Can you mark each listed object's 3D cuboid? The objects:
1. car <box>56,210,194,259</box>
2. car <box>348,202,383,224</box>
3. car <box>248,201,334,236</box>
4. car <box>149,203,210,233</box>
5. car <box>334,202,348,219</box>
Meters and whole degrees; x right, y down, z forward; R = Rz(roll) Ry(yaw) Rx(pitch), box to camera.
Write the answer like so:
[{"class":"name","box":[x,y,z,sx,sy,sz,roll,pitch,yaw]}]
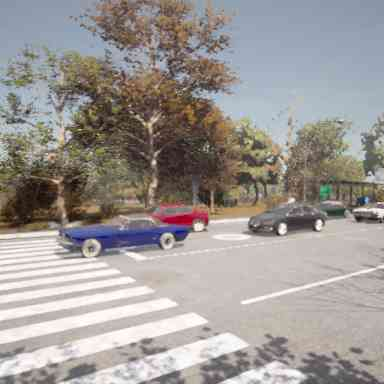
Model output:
[{"class":"car","box":[-2.523,1.543,12.517,4.718,1.301,1.895,0,0,-34]},{"class":"car","box":[13.265,1.397,23.179,4.718,1.301,1.895,-1,1,-34]},{"class":"car","box":[5.118,1.390,17.680,4.892,1.490,1.837,-1,1,-34]},{"class":"car","box":[-1.379,1.389,17.511,5.008,1.535,1.882,0,0,-34]},{"class":"car","box":[10.219,1.395,25.340,4.718,1.301,1.895,-1,1,-34]}]
